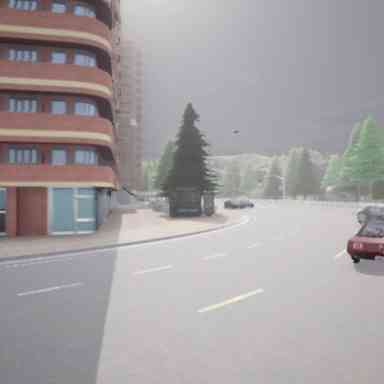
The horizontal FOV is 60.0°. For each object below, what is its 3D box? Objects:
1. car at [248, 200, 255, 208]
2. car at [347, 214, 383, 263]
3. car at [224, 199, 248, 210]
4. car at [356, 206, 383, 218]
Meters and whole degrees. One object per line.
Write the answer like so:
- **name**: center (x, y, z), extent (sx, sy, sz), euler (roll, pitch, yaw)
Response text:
- **car**: center (8.736, 1.939, 55.271), extent (2.033, 1.411, 5.357), euler (0, 0, -10)
- **car**: center (6.850, 1.666, 11.453), extent (1.895, 1.301, 4.718), euler (-1, -1, 37)
- **car**: center (6.224, 1.834, 49.442), extent (1.882, 1.535, 5.008), euler (0, 0, -10)
- **car**: center (12.987, 1.682, 23.461), extent (2.033, 1.411, 5.357), euler (0, 0, 18)
